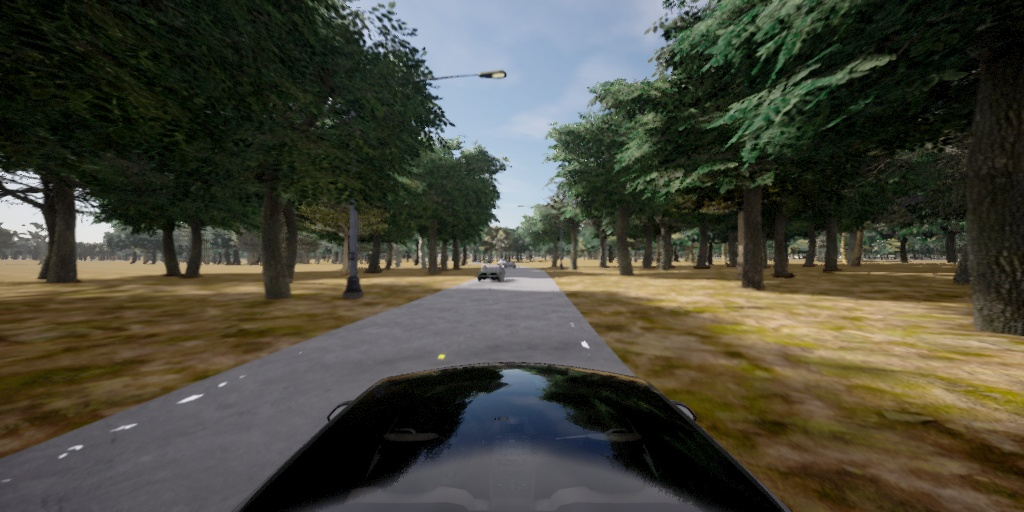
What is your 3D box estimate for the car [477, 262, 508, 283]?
[{"bbox_3d":[-1.649,1.438,29.486,1.895,1.301,4.718,0,0,4],"label":"car"}]
